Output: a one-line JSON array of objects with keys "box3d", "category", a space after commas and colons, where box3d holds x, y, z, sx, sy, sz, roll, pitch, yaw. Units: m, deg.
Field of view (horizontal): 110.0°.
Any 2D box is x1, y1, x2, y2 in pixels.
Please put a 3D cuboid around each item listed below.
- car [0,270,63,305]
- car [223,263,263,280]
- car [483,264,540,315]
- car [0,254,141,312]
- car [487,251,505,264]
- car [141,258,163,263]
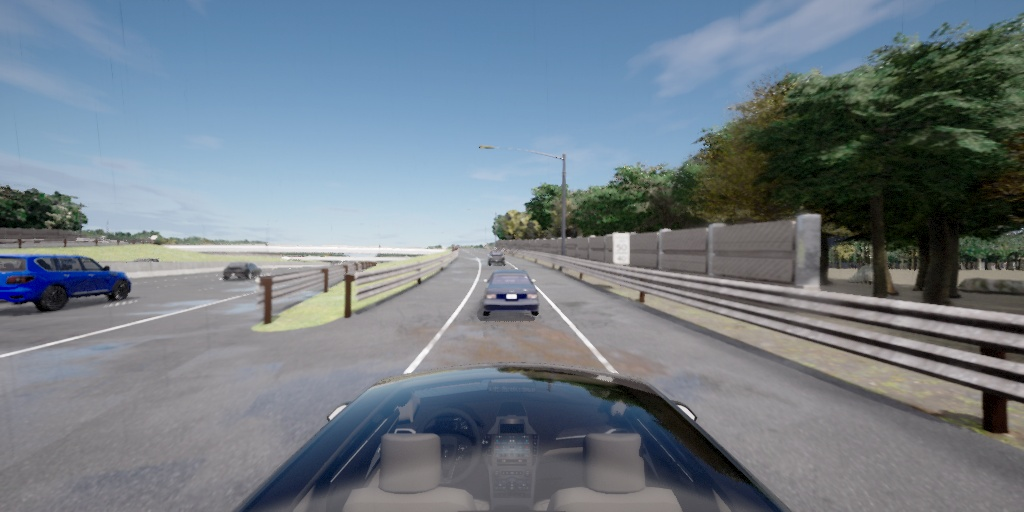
[{"box3d": [-21.627, 1.308, 14.595, 1.895, 1.301, 4.718, 1, 0, -19], "category": "car"}, {"box3d": [-23.874, 1.328, 31.983, 1.837, 1.490, 4.892, 1, 0, -19], "category": "car"}, {"box3d": [-0.080, 1.198, 13.094, 2.033, 1.411, 5.357, 0, 1, -2], "category": "car"}, {"box3d": [-17.667, 0.951, 13.831, 2.150, 2.045, 5.566, 1, 0, -19], "category": "car"}, {"box3d": [-1.837, 0.199, 41.064, 2.128, 1.511, 4.902, 0, 2, -5], "category": "car"}, {"box3d": [-41.846, 0.953, 40.846, 1.837, 1.490, 4.892, 1, -1, -19], "category": "car"}]
